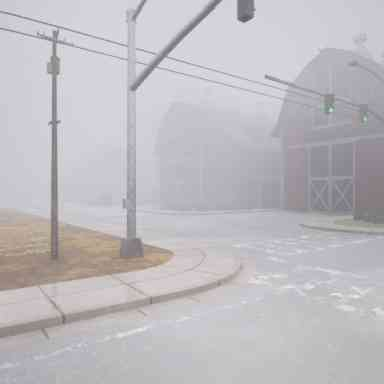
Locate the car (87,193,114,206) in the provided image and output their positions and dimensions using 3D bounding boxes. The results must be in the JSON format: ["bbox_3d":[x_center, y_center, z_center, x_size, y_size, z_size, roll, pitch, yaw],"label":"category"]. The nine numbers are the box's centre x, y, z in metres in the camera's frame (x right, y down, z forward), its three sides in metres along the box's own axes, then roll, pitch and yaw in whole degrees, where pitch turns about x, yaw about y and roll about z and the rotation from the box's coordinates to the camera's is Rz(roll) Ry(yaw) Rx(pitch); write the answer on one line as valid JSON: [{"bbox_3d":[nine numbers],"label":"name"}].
[{"bbox_3d":[-13.846,1.115,50.577,3.866,1.878,1.905,-2,5,11],"label":"car"}]
